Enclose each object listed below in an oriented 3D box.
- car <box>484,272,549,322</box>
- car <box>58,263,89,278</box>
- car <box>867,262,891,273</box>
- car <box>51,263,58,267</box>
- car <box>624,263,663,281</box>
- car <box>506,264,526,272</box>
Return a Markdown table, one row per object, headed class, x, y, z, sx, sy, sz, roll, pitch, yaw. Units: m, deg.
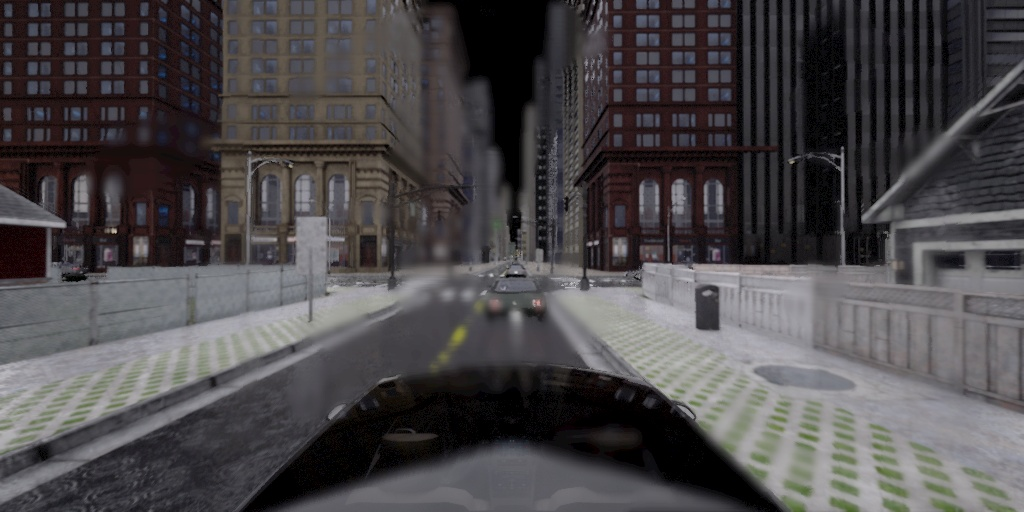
| class | x | y | z | sx | sy | sz | roll | pitch | yaw |
| --- | --- | --- | --- | --- | --- | --- | --- | --- | --- |
| car | 0.136 | 1.405 | 12.442 | 1.895 | 1.301 | 4.718 | 0 | 0 | 0 |
| car | -44.215 | 1.401 | 34.860 | 4.902 | 1.511 | 2.128 | 0 | 0 | 1 |
| car | 32.177 | 1.263 | 30.828 | 4.553 | 1.767 | 2.097 | 0 | 0 | 1 |
| car | -43.807 | 1.389 | 31.612 | 4.892 | 1.490 | 1.837 | 0 | 0 | 1 |
| car | 12.225 | 1.395 | 31.055 | 4.902 | 1.511 | 2.128 | 0 | 0 | 1 |
| car | 0.400 | 1.490 | 35.198 | 1.994 | 1.385 | 4.181 | 0 | 0 | 1 |
